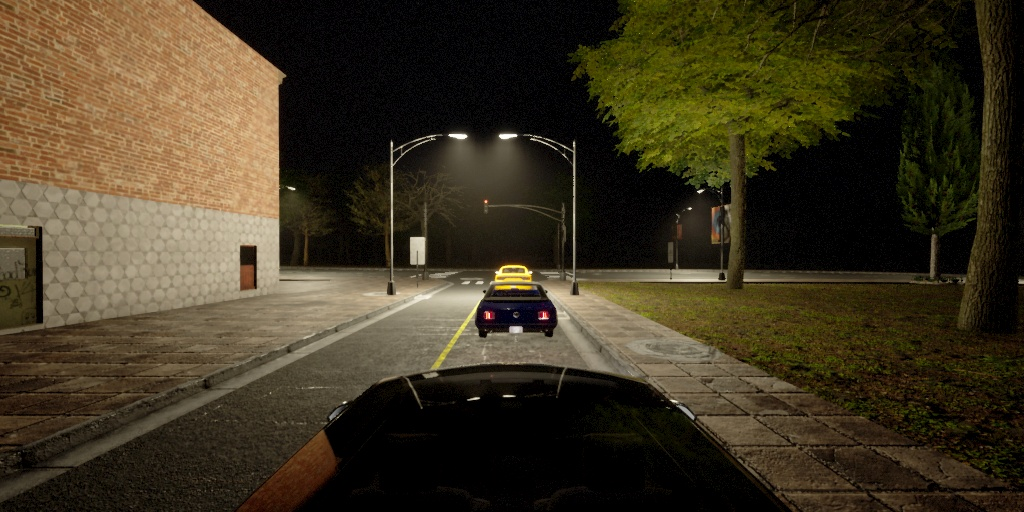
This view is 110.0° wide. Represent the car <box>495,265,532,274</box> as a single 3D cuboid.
[{"bbox_3d":[0.093,1.255,19.547,1.882,1.535,5.008,0,0,1],"label":"car"}]

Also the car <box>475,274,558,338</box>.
[{"bbox_3d":[0.095,1.356,10.202,1.895,1.301,4.718,0,0,0],"label":"car"}]
